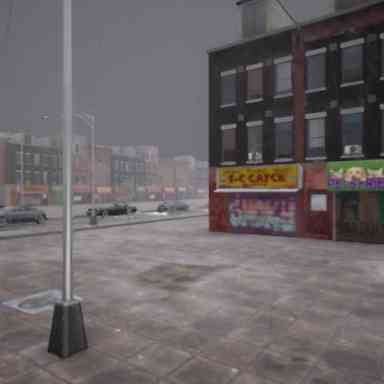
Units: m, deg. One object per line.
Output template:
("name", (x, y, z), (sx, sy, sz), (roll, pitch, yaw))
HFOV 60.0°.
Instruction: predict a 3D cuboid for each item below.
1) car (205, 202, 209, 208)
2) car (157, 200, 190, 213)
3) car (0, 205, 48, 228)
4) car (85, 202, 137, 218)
("car", (3.983, 1.508, 46.202), (2.033, 1.411, 5.357), (0, 0, 36))
("car", (-2.098, 1.559, 37.668), (1.994, 1.385, 4.181), (0, 0, 35))
("car", (-12.329, 1.623, 23.182), (1.994, 1.385, 4.181), (0, 0, 36))
("car", (-7.288, 1.628, 30.320), (1.895, 1.301, 4.718), (0, 0, 35))
